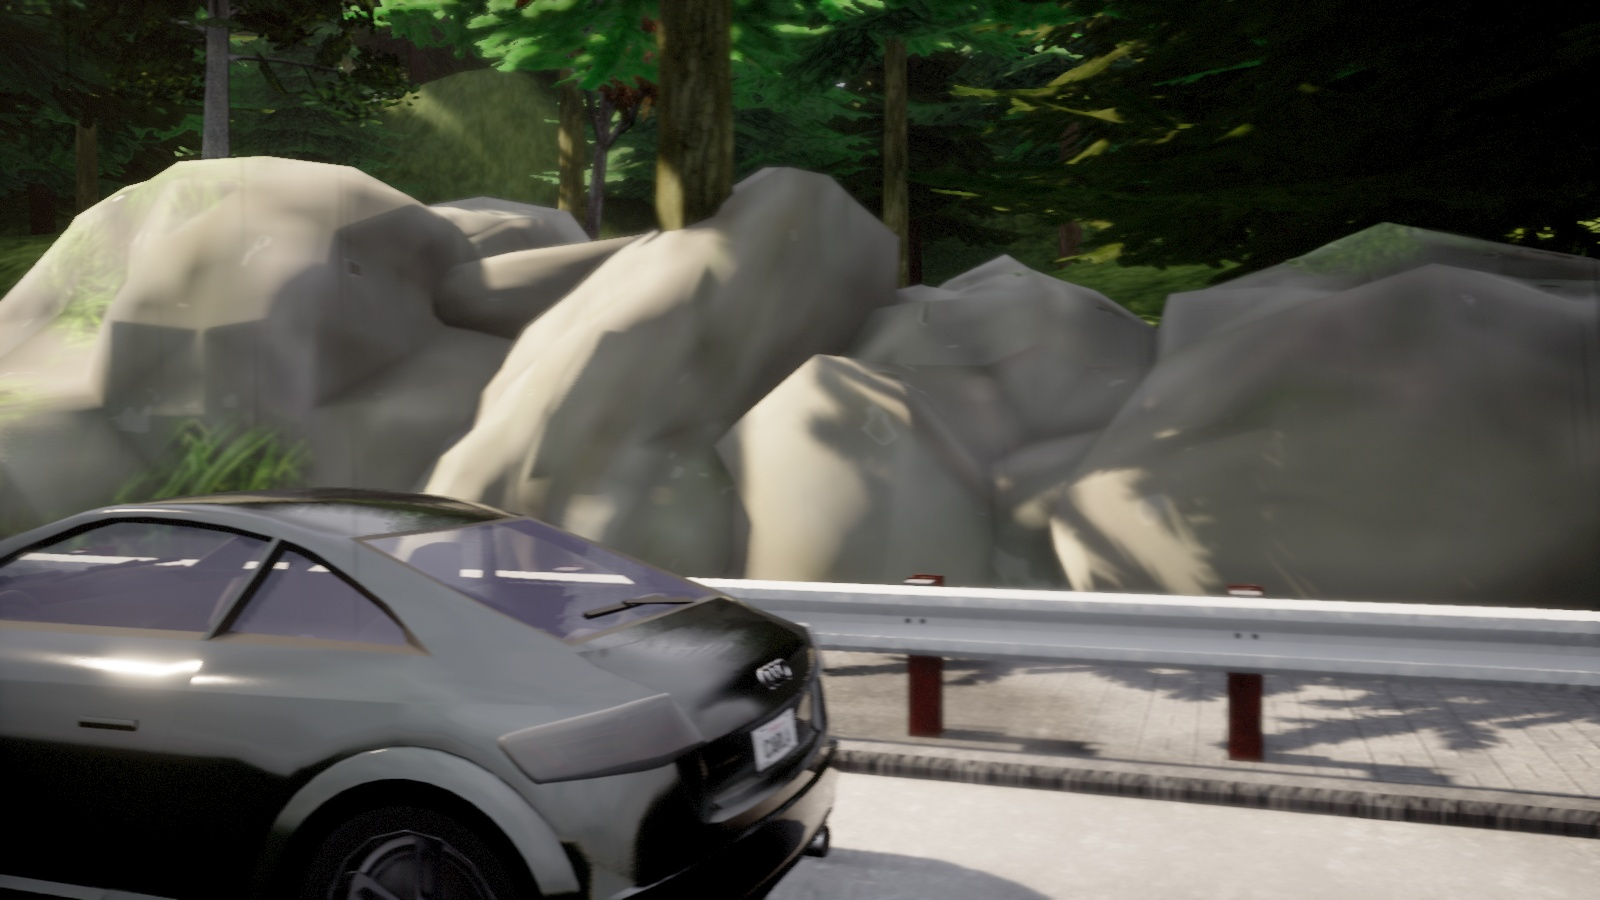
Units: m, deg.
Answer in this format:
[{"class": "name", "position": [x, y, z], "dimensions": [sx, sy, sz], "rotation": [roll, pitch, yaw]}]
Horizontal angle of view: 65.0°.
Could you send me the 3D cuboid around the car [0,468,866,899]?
[{"class": "car", "position": [-2.055, 0.812, 4.412], "dimensions": [4.181, 1.385, 1.994], "rotation": [1, 1, 19]}]
